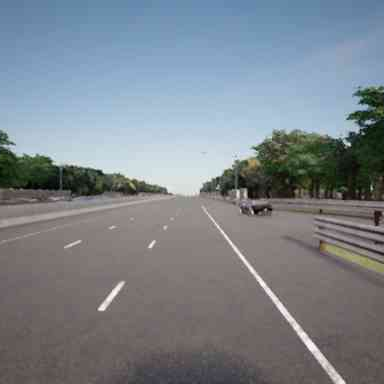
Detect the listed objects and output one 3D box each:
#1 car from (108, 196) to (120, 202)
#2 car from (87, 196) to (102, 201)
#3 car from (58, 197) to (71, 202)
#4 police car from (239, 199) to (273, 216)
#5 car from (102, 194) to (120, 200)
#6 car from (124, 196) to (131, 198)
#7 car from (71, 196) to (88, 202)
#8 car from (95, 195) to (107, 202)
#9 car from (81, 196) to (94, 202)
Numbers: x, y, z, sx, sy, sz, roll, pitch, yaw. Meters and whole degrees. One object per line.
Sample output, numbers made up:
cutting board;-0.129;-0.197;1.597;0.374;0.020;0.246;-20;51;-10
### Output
car;-20.998;1.898;89.633;1.882;1.535;5.008;0;0;0
car;-20.999;1.840;73.799;1.837;1.490;4.892;0;0;0
car;-27.999;1.838;73.495;1.837;1.490;4.892;0;0;0
police car;6.379;1.516;34.020;1.930;1.638;5.238;-3;0;-13
car;-17.499;1.565;73.771;2.150;2.045;5.566;0;0;0
car;-17.498;1.898;89.633;1.882;1.535;5.008;0;0;0
car;-24.499;1.817;73.800;1.882;1.535;5.008;0;0;0
car;-24.498;1.776;89.663;2.097;1.767;4.553;0;0;0
car;-27.998;1.944;89.327;2.128;1.511;4.902;0;0;0
